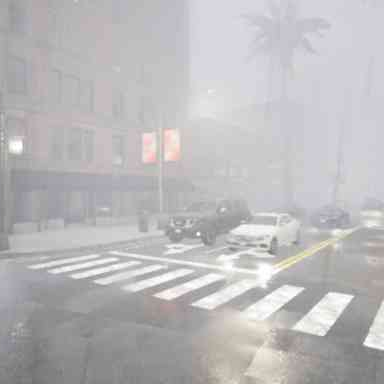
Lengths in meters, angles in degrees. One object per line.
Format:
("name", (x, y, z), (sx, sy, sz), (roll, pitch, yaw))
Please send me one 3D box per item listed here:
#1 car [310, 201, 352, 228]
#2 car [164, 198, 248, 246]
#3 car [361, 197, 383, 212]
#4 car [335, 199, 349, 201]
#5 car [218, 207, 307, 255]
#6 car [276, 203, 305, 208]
("car", (9.792, 1.607, 23.446), (1.812, 1.442, 4.674), (-1, -1, 35))
("car", (0.978, 1.317, 16.479), (2.150, 2.045, 5.566), (-1, 0, 35))
("car", (22.611, 1.474, 41.707), (2.097, 1.767, 4.553), (-1, 0, 35))
("car", (18.998, 1.627, 42.233), (1.882, 1.535, 5.008), (-1, -1, 35))
("car", (3.147, 1.591, 13.903), (1.812, 1.442, 4.674), (-1, 0, 35))
("car", (7.399, 1.589, 25.704), (1.882, 1.535, 5.008), (-1, -1, 34))
